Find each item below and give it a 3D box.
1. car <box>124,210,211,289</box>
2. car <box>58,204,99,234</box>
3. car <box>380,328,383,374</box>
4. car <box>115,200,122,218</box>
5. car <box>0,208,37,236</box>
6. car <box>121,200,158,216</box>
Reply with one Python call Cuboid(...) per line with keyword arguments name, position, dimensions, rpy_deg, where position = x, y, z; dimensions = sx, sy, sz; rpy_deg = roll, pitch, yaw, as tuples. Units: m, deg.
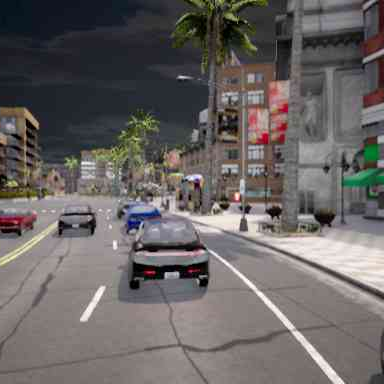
Cuboid(name="car", position=(-0.718, 1.471, 9.144), dimensions=(2.128, 1.511, 4.902), rpy_deg=(0, 0, -7))
Cuboid(name="car", position=(-6.394, 1.451, 18.902), dimensions=(2.128, 1.511, 4.902), rpy_deg=(0, 0, -14))
Cuboid(name="car", position=(3.028, 1.499, 1.802), dimensions=(1.837, 1.490, 4.892), rpy_deg=(0, 0, 0))
Cuboid(name="car", position=(-5.587, 1.441, 29.072), dimensions=(1.837, 1.490, 4.892), rpy_deg=(0, 0, -15))
Cuboid(name="car", position=(-9.739, 1.565, 17.876), dimensions=(1.895, 1.301, 4.718), rpy_deg=(0, 0, -15))
Cuboid(name="car", position=(-2.902, 1.434, 19.303), dimensions=(1.882, 1.535, 5.008), rpy_deg=(0, 0, -14))
